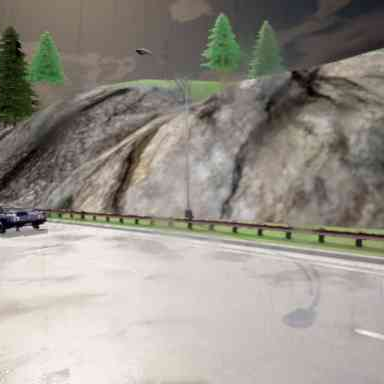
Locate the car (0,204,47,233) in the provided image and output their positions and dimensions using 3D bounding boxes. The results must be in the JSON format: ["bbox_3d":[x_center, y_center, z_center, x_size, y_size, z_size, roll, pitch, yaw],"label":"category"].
[{"bbox_3d":[-9.574,1.257,17.138,4.718,1.301,1.895,0,2,36],"label":"car"}]
